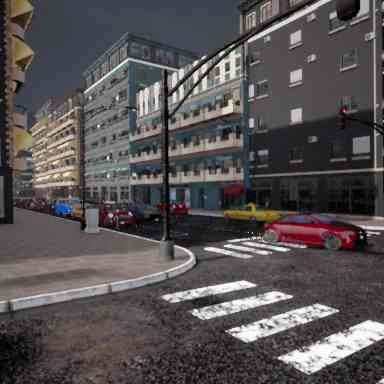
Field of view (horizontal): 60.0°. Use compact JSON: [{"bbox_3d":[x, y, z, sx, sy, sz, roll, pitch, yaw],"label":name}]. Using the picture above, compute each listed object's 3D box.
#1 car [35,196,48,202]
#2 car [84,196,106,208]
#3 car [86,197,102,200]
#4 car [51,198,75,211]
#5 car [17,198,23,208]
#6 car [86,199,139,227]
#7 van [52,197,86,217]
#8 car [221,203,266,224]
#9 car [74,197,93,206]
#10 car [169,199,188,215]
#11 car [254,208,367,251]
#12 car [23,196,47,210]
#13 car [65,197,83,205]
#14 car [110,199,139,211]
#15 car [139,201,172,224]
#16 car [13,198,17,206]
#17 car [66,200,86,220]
[{"bbox_3d":[-37.540,1.724,82.888,1.887,1.381,4.507,-1,1,-35],"label":"car"},{"bbox_3d":[-15.051,1.498,51.343,1.967,1.590,4.097,-1,1,-35],"label":"car"},{"bbox_3d":[-10.722,1.610,35.313,1.837,1.490,4.892,-1,0,-35],"label":"car"},{"bbox_3d":[-17.507,1.640,44.912,1.837,1.490,4.892,-1,0,-35],"label":"car"},{"bbox_3d":[-25.085,1.767,50.986,1.947,1.339,4.313,-1,1,-35],"label":"car"},{"bbox_3d":[-5.809,1.551,23.950,1.967,1.590,4.097,-1,1,-35],"label":"car"},{"bbox_3d":[-12.236,1.481,32.960,1.690,1.788,3.998,-1,1,-35],"label":"van"},{"bbox_3d":[4.130,1.494,24.446,1.752,1.417,4.829,-1,1,-35],"label":"car"},{"bbox_3d":[-18.262,1.639,55.850,1.947,1.339,4.313,-1,1,-35],"label":"car"},{"bbox_3d":[-2.199,1.437,33.319,1.967,1.590,4.097,-1,1,-35],"label":"car"},{"bbox_3d":[5.151,1.588,14.343,4.181,1.385,1.994,0,1,44],"label":"car"},{"bbox_3d":[-21.874,1.626,46.479,1.967,1.590,4.097,-1,1,-35],"label":"car"},{"bbox_3d":[-21.475,1.641,60.357,2.008,1.369,4.403,-1,1,-35],"label":"car"},{"bbox_3d":[-8.623,1.577,42.332,2.008,1.369,4.403,-1,1,-35],"label":"car"},{"bbox_3d":[-4.054,1.620,25.950,2.033,1.411,5.357,-1,0,-35],"label":"car"},{"bbox_3d":[-31.511,1.780,59.999,1.887,1.381,4.507,-1,1,-35],"label":"car"},{"bbox_3d":[-8.921,1.650,28.317,1.752,1.417,4.829,-1,1,-35],"label":"car"}]
